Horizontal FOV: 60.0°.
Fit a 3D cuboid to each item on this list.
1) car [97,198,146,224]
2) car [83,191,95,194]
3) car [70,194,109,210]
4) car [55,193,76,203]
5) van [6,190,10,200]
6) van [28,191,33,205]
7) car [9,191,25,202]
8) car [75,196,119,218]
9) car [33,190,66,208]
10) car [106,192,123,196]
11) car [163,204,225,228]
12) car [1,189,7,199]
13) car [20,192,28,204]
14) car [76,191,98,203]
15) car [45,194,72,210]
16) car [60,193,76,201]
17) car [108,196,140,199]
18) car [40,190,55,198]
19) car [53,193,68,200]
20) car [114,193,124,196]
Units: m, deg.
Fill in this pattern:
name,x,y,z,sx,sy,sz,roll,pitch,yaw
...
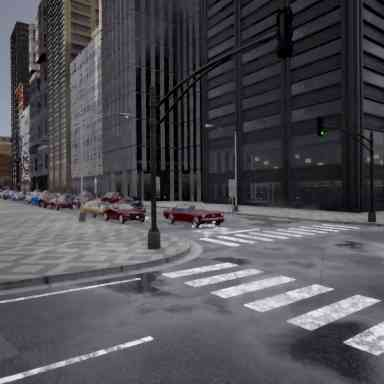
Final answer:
name,x,y,z,sx,sy,sz,roll,pitch,yaw
car,-4.954,1.416,24.035,1.887,1.381,4.507,0,1,-36
car,-15.863,1.066,49.154,2.128,1.511,4.902,-1,1,-35
car,-11.916,1.257,38.337,2.033,1.411,5.357,-1,1,-37
car,-21.865,0.969,57.356,2.128,1.511,4.902,-1,1,-36
van,-34.647,0.747,65.031,1.690,1.788,3.998,0,1,-36
van,-21.450,0.970,46.811,1.690,1.788,3.998,0,1,-36
car,-31.348,0.903,60.477,1.967,1.590,4.097,0,1,-36
car,-8.154,1.353,28.452,1.752,1.417,4.829,0,1,-36
car,-18.151,0.995,42.255,2.192,1.841,5.009,0,1,-36
car,-11.245,0.899,47.253,2.192,1.841,5.009,0,1,-36
car,0.057,1.479,21.768,1.895,1.301,4.718,-1,1,-35
car,-37.946,0.664,69.586,2.192,1.841,5.009,0,1,-36
car,-24.750,1.126,51.367,2.008,1.369,4.403,0,1,-36
car,-17.843,0.793,56.363,2.192,1.841,5.009,0,1,-36
car,-14.852,1.275,37.701,1.887,1.381,4.507,0,1,-36
car,-24.442,0.948,65.476,1.802,1.307,4.206,0,1,-36
car,-5.773,1.362,29.872,1.994,1.385,4.181,-1,1,-35
car,-34.338,0.510,79.138,2.192,1.841,5.009,0,1,-36
car,-27.741,0.854,70.030,1.887,1.381,4.507,0,1,-36
car,-7.946,1.200,42.700,1.947,1.339,4.313,0,1,-36
